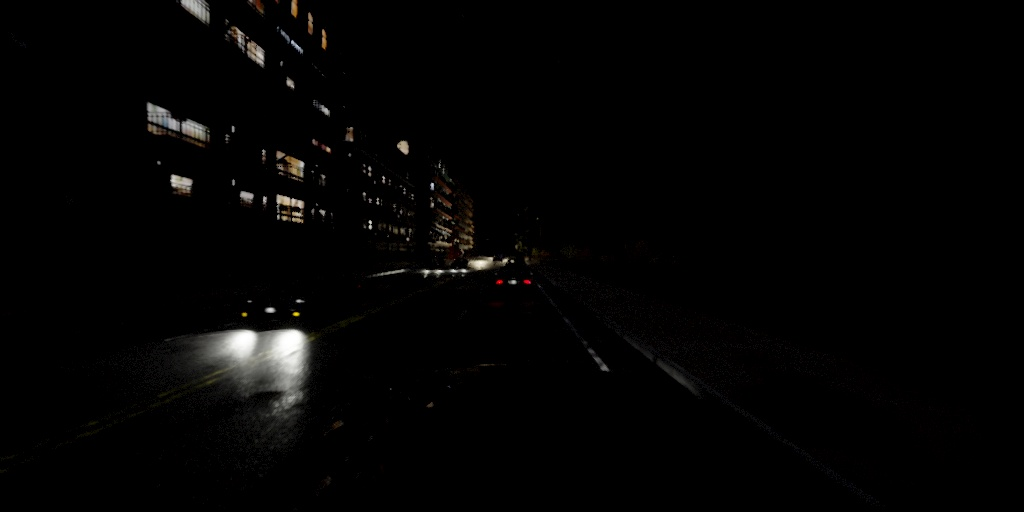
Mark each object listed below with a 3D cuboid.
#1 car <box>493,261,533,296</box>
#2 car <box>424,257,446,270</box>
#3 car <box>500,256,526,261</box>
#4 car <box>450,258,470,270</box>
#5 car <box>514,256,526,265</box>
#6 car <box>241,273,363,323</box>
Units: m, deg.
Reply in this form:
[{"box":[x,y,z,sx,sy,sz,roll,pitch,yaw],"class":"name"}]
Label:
[{"box":[0.080,1.158,18.073,2.033,1.411,5.357,0,1,0],"class":"car"},{"box":[-9.746,0.901,45.604,1.882,1.535,5.008,0,0,0],"class":"car"},{"box":[0.149,0.988,37.519,2.033,1.411,5.357,0,1,0],"class":"car"},{"box":[-6.496,0.954,45.433,2.033,1.411,5.357,0,0,1],"class":"car"},{"box":[1.248,0.743,59.751,1.837,1.490,4.892,0,1,0],"class":"car"},{"box":[-6.575,1.265,11.749,1.994,1.385,4.181,0,0,1],"class":"car"}]
